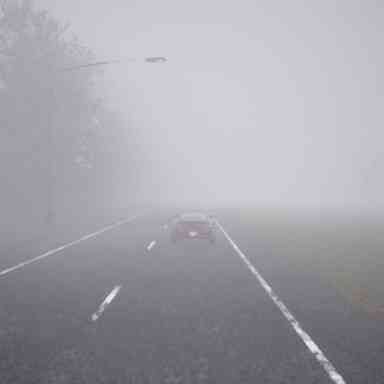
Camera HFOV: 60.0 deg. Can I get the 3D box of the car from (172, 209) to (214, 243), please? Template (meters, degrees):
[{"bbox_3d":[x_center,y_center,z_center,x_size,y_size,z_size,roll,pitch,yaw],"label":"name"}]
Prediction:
[{"bbox_3d":[0.051,1.529,15.878,1.812,1.442,4.674,0,0,0],"label":"car"}]

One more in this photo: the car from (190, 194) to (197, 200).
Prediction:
[{"bbox_3d":[0.359,1.430,95.111,1.837,1.490,4.892,0,0,0],"label":"car"}]

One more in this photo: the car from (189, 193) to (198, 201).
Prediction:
[{"bbox_3d":[0.319,1.236,84.722,2.150,2.045,5.566,0,0,0],"label":"car"}]

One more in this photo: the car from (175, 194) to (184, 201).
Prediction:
[{"bbox_3d":[-3.180,1.551,85.111,1.994,1.385,4.181,0,0,0],"label":"car"}]

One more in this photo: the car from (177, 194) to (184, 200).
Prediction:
[{"bbox_3d":[-3.141,1.417,95.124,1.837,1.490,4.892,0,0,0],"label":"car"}]
